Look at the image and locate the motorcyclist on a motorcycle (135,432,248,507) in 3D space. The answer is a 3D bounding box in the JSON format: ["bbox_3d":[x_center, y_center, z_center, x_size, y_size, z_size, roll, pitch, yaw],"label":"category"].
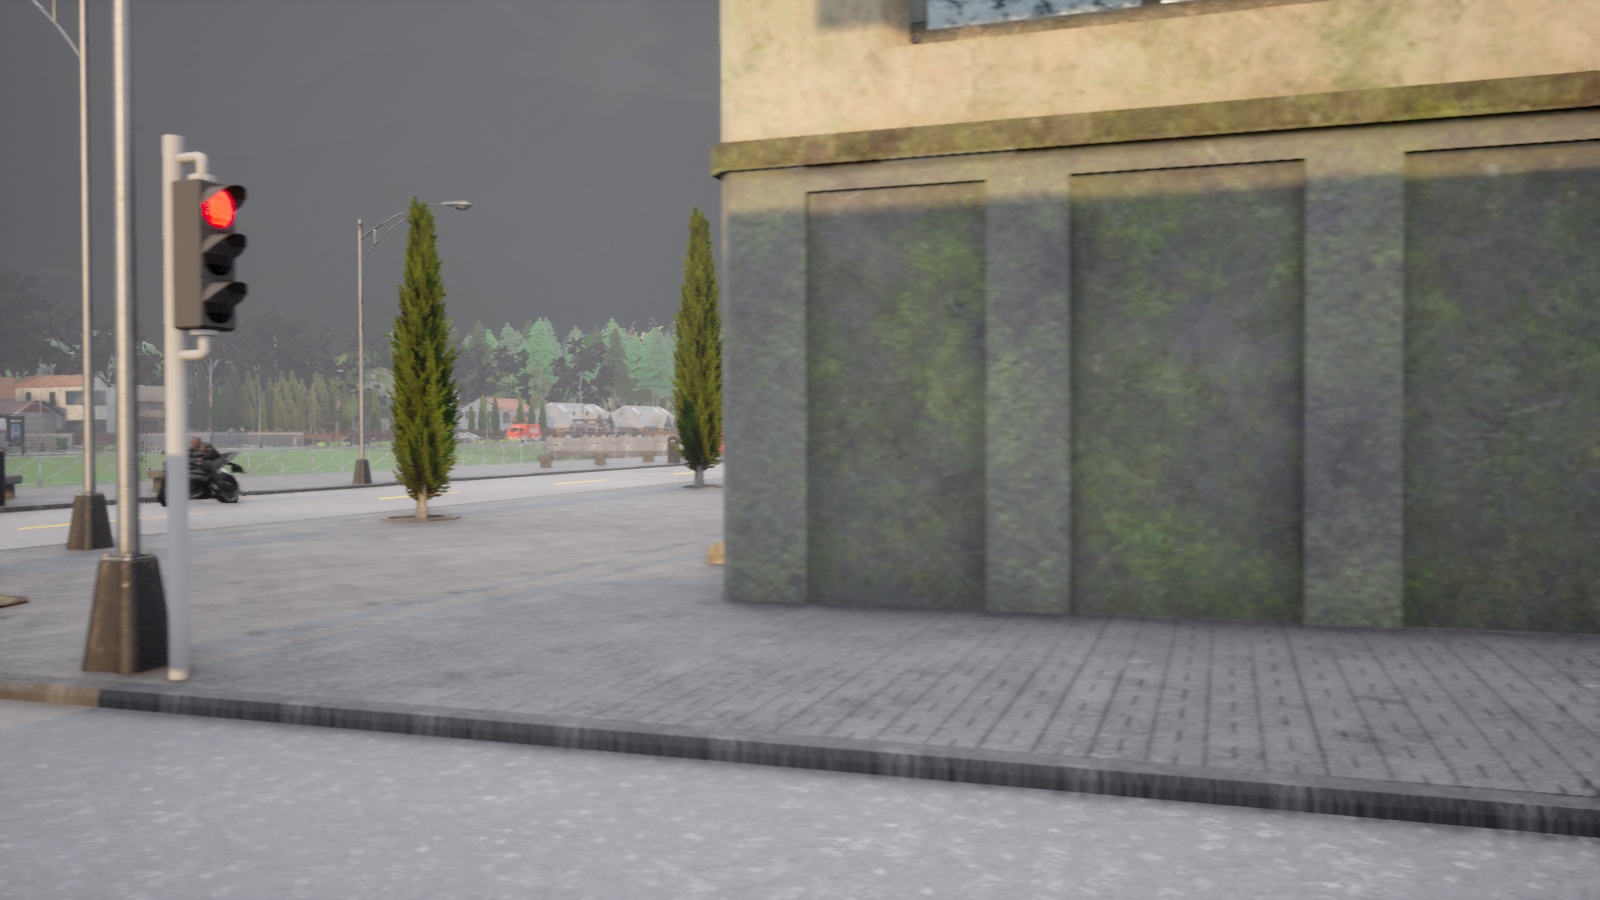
[{"bbox_3d":[-12.907,0.385,26.733,0.866,1.530,2.191,1,1,19],"label":"motorcyclist on a motorcycle"}]
